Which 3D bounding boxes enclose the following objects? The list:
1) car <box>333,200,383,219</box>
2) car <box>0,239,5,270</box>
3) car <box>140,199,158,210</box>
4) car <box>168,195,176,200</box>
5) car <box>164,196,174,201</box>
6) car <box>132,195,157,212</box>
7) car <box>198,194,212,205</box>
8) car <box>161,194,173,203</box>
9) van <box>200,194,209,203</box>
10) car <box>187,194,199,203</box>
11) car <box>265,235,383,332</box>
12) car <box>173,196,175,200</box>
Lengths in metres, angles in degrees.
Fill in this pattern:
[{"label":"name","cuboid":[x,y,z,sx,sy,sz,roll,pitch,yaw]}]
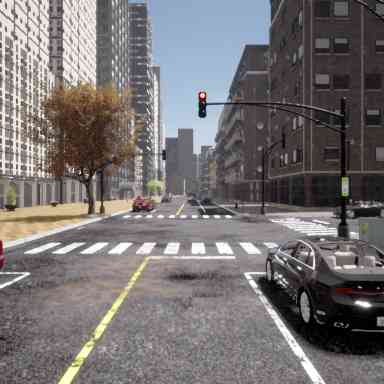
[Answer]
[{"label":"car","cuboid":[13.415,1.350,26.183,4.403,1.369,2.008,-1,1,-1]},{"label":"car","cuboid":[-5.694,1.545,6.769,1.887,1.381,4.507,0,0,0]},{"label":"car","cuboid":[-5.710,1.592,44.680,1.947,1.339,4.313,0,0,0]},{"label":"car","cuboid":[-5.732,1.654,94.385,2.008,1.369,4.403,0,0,0]},{"label":"car","cuboid":[-5.727,1.632,83.340,2.008,1.369,4.403,0,0,0]},{"label":"car","cuboid":[-5.708,1.336,39.157,2.192,1.841,5.009,0,0,0]},{"label":"car","cuboid":[2.664,1.610,61.251,1.947,1.339,4.313,0,0,0]},{"label":"car","cuboid":[-5.722,1.627,72.294,1.947,1.339,4.313,0,0,0]},{"label":"van","cuboid":[2.658,1.402,72.298,1.690,1.788,3.998,0,0,0]},{"label":"car","cuboid":[-0.030,1.656,68.927,1.895,1.301,4.718,0,0,0]},{"label":"car","cuboid":[2.687,1.551,6.772,2.008,1.369,4.403,0,0,0]},{"label":"car","cuboid":[-5.725,1.386,77.817,2.192,1.841,5.009,0,0,0]}]
